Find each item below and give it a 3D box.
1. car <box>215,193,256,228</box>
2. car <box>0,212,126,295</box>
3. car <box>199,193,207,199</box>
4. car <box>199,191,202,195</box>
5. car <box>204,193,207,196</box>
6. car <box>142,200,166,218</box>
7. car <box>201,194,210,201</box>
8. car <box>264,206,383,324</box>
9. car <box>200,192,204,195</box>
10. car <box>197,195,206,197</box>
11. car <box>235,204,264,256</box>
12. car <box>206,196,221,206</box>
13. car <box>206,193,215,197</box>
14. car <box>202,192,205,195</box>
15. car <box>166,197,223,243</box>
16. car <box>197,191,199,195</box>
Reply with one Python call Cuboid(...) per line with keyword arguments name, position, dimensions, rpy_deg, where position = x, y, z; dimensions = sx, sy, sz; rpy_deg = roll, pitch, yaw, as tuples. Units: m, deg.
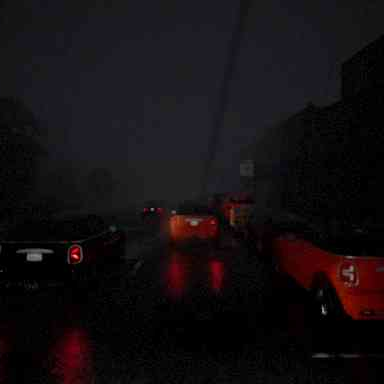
Cuboid(name="car", position=(3.218, 1.144, 23.766), dimensions=(2.435, 2.045, 5.566), rpy_deg=(0, 0, 0))
Cuboid(name="car", position=(-3.157, 1.321, 8.798), dimensions=(2.097, 1.767, 4.553), rpy_deg=(0, 0, 0))
Cuboid(name="car", position=(3.182, 1.141, 95.561), dimensions=(2.231, 1.521, 4.892), rpy_deg=(0, 0, 0))
Cuboid(name="car", position=(3.204, 1.093, 73.434), dimensions=(2.185, 1.767, 4.553), rpy_deg=(0, 0, 0))
Cuboid(name="car", position=(3.211, 1.191, 45.932), dimensions=(2.185, 1.767, 4.553), rpy_deg=(0, 0, 0))
Cuboid(name="car", position=(-3.159, 1.444, 29.045), dimensions=(2.033, 1.411, 5.357), rpy_deg=(0, 0, 0))
Cuboid(name="car", position=(3.200, 1.195, 79.177), dimensions=(1.946, 1.575, 5.366), rpy_deg=(0, 0, 0))
Cuboid(name="car", position=(3.223, 1.328, 7.257), dimensions=(2.185, 1.767, 4.553), rpy_deg=(0, 0, 0))
Cuboid(name="car", position=(3.203, 1.235, 68.124), dimensions=(1.946, 1.575, 5.366), rpy_deg=(0, 0, 0))
Cuboid(name="car", position=(0.089, 1.372, 33.387), dimensions=(2.128, 1.511, 4.902), rpy_deg=(0, 0, 0))
Cuboid(name="car", position=(3.222, 1.435, 12.808), dimensions=(2.231, 1.521, 4.892), rpy_deg=(0, 0, 0))
Cuboid(name="car", position=(3.210, 1.337, 51.362), dimensions=(2.002, 1.452, 4.674), rpy_deg=(0, 0, 0))
Cuboid(name="car", position=(3.213, 1.211, 40.408), dimensions=(2.185, 1.767, 4.553), rpy_deg=(0, 0, 0))
Cuboid(name="car", position=(3.207, 1.279, 56.883), dimensions=(2.231, 1.521, 4.892), rpy_deg=(0, 0, 0))
Cuboid(name="car", position=(0.093, 1.295, 15.796), dimensions=(2.097, 1.767, 4.553), rpy_deg=(0, 0, 0))
Cuboid(name="car", position=(3.186, 1.161, 90.035), dimensions=(2.231, 1.521, 4.892), rpy_deg=(0, 0, 0))
